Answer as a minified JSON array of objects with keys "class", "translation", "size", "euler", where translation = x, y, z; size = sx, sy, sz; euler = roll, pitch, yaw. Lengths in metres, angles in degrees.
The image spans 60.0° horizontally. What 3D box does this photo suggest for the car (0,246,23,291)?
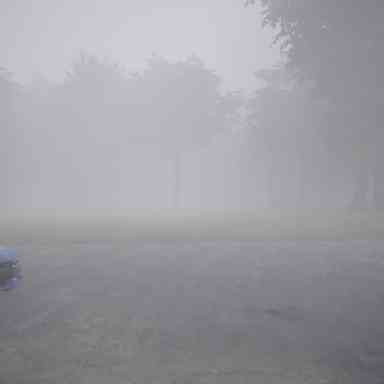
[{"class":"car","translation":[-6.013,1.555,7.693],"size":[5.008,1.535,1.882],"euler":[-3,-2,31]}]
